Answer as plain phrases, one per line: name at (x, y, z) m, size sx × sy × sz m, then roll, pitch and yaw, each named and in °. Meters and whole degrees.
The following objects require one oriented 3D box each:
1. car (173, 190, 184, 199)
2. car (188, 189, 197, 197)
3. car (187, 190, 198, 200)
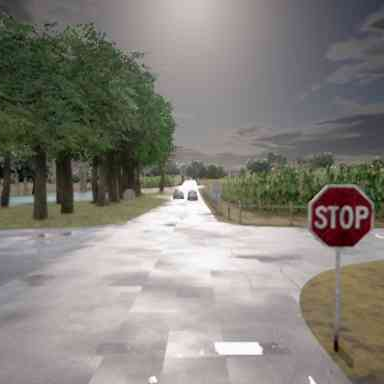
car at (-2.641, 0.479, 65.603) m, size 2.097 × 1.767 × 4.553 m, roll 0°, pitch 2°, yaw 0°
car at (0.119, 0.253, 71.391) m, size 1.882 × 1.535 × 5.008 m, roll 0°, pitch 2°, yaw 0°
car at (0.101, 0.811, 61.403) m, size 1.994 × 1.385 × 4.181 m, roll 0°, pitch 2°, yaw 0°
